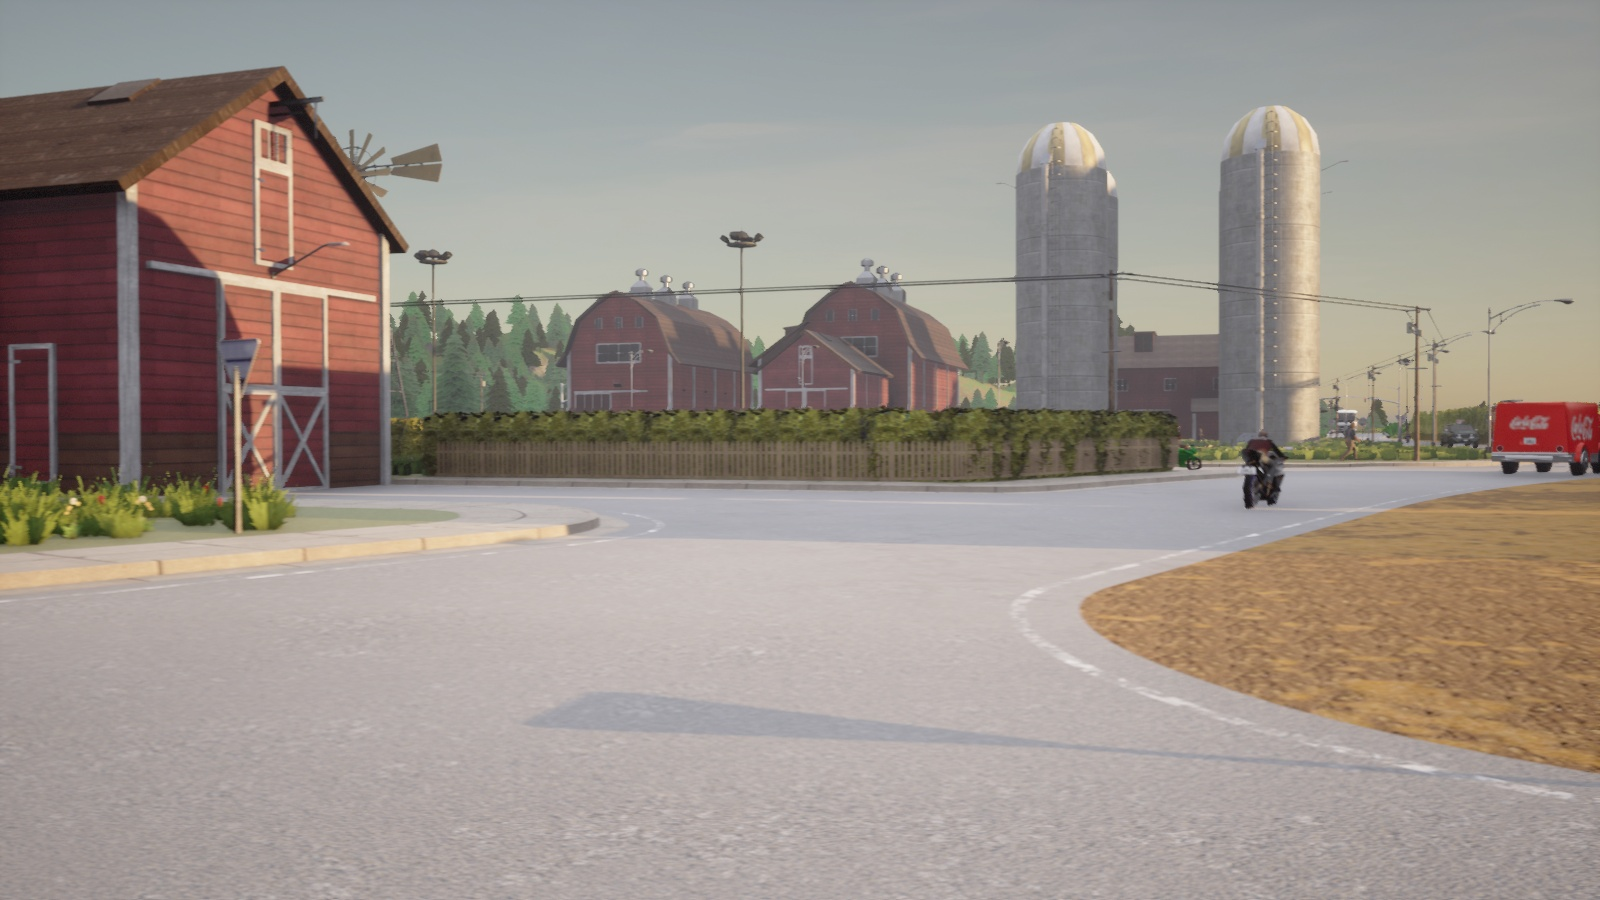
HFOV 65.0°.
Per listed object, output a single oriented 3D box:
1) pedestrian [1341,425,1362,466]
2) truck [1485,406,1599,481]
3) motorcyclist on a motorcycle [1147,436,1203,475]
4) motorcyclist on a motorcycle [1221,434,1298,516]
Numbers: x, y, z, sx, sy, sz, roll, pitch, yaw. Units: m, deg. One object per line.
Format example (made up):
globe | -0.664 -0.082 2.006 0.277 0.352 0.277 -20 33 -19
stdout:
pedestrian | 24.887 -0.216 56.689 0.694 1.848 0.540 0 1 4
truck | 26.318 -0.209 43.715 5.204 2.467 2.627 1 0 -41
motorcyclist on a motorcycle | 14.905 0.213 49.904 2.044 1.523 0.797 1 1 25
motorcyclist on a motorcycle | 9.045 0.468 24.668 0.866 1.530 2.191 1 1 35
